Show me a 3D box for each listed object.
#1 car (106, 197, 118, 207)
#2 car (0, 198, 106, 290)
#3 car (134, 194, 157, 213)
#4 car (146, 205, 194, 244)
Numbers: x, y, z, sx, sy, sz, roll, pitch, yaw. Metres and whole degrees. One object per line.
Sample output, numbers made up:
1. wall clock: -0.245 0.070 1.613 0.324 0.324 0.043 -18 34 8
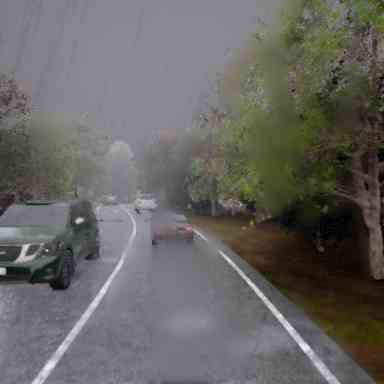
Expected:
1. car: -12.498 1.453 51.270 1.812 1.442 4.674 1 0 -14
2. car: -4.084 1.220 9.381 2.150 2.045 5.566 0 0 -5
3. car: -5.168 1.234 36.844 2.150 2.045 5.566 1 0 -14
4. car: -1.048 1.564 15.979 2.033 1.411 5.357 0 0 -7
